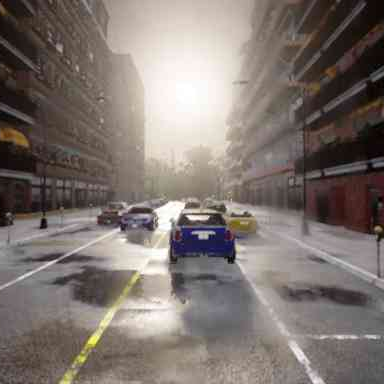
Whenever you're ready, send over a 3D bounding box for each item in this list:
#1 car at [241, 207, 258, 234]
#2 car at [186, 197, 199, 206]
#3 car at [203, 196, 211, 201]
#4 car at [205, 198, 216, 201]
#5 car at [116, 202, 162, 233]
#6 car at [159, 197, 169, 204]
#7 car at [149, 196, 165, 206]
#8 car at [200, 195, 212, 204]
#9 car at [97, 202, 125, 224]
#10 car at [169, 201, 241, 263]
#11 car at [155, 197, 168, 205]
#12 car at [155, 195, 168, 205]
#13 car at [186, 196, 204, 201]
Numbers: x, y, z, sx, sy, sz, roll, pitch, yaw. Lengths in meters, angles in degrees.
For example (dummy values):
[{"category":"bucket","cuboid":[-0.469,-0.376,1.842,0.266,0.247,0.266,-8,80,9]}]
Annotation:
[{"category":"car","cuboid":[2.703,1.577,19.454,1.752,1.417,4.829,1,0,0]},{"category":"car","cuboid":[0.081,1.651,58.712,2.128,1.511,4.902,0,0,0]},{"category":"car","cuboid":[2.822,1.653,47.294,1.752,1.417,4.829,1,0,0]},{"category":"car","cuboid":[2.760,1.664,36.630,1.947,1.339,4.313,1,0,0]},{"category":"car","cuboid":[-3.106,1.580,20.399,1.812,1.442,4.674,0,0,0]},{"category":"car","cuboid":[-5.833,1.772,69.427,1.802,1.307,4.206,1,0,0]},{"category":"car","cuboid":[-5.827,1.693,52.723,2.008,1.369,4.403,1,0,0]},{"category":"car","cuboid":[2.818,1.506,69.397,2.192,1.841,5.009,1,0,0]},{"category":"car","cuboid":[-5.706,1.506,24.882,1.967,1.590,4.097,1,0,0]},{"category":"car","cuboid":[0.244,1.384,12.220,2.097,1.767,4.553,0,0,-3]},{"category":"car","cuboid":[-5.831,1.740,63.859,1.947,1.339,4.313,1,0,0]},{"category":"car","cuboid":[-5.826,1.473,58.291,2.192,1.841,5.009,1,0,0]},{"category":"car","cuboid":[0.085,1.584,39.931,1.882,1.535,5.008,0,0,0]}]
